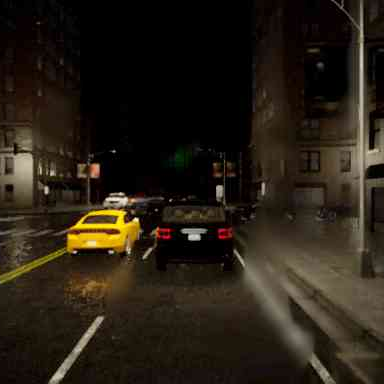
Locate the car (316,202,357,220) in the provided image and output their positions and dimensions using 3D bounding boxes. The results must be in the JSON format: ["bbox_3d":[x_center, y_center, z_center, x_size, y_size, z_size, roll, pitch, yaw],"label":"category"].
[{"bbox_3d":[12.772,1.581,28.229,4.181,1.385,1.994,0,0,0],"label":"car"}]

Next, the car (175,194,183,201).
[{"bbox_3d":[-3.266,1.291,82.009,1.837,1.490,4.892,0,0,0],"label":"car"}]

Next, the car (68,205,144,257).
[{"bbox_3d":[-3.212,1.468,12.934,1.882,1.535,5.008,0,0,-2],"label":"car"}]

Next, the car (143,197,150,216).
[{"bbox_3d":[-3.157,1.454,32.068,1.882,1.535,5.008,0,0,0],"label":"car"}]

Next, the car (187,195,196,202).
[{"bbox_3d":[-0.013,1.408,71.590,1.882,1.535,5.008,0,0,0],"label":"car"}]

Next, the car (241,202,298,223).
[{"bbox_3d":[5.646,1.483,25.375,4.902,1.511,2.128,0,-1,-15],"label":"car"}]

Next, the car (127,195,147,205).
[{"bbox_3d":[-6.603,1.511,42.928,2.033,1.411,5.357,0,0,0],"label":"car"}]

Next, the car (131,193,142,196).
[{"bbox_3d":[-9.818,1.305,52.908,2.097,1.767,4.553,0,0,0],"label":"car"}]

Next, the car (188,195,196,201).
[{"bbox_3d":[-0.016,1.386,82.040,1.895,1.301,4.718,0,0,0],"label":"car"}]

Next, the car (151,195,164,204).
[{"bbox_3d":[-6.512,1.419,63.378,1.882,1.535,5.008,0,0,0],"label":"car"}]

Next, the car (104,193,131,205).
[{"bbox_3d":[-9.859,1.185,43.347,2.150,2.045,5.566,0,0,-1],"label":"car"}]

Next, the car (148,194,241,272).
[{"bbox_3d":[0.093,1.213,10.922,2.150,2.045,5.566,0,0,1],"label":"car"}]

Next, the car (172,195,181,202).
[{"bbox_3d":[-3.263,1.454,72.006,1.812,1.442,4.674,0,0,0],"label":"car"}]
